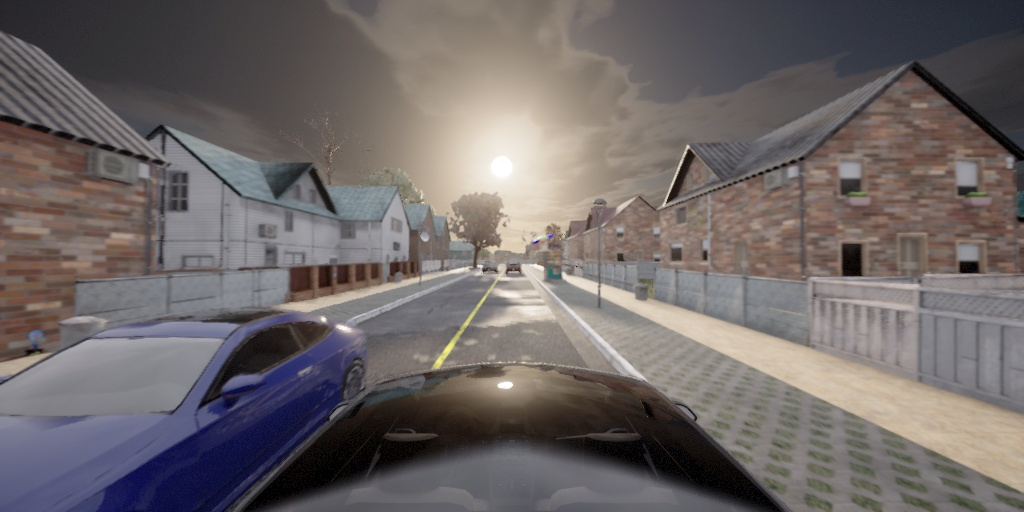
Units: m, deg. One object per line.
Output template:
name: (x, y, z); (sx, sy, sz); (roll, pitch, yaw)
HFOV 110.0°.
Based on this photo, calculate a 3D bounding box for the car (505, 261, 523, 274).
car: (0.213, 1.344, 43.033); (1.837, 1.490, 4.892); (0, -2, 1)

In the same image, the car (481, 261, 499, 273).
car: (-2.667, 1.350, 44.381); (1.837, 1.490, 4.892); (0, 0, 0)

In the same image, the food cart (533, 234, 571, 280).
food cart: (3.110, 0.259, 28.129); (2.280, 3.560, 4.660); (0, 0, 0)

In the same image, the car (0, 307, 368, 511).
car: (-2.847, 1.270, 3.159); (1.812, 1.442, 4.674); (0, 0, 0)
